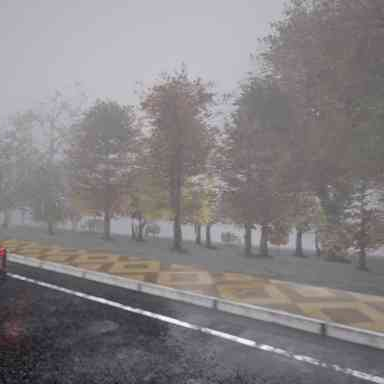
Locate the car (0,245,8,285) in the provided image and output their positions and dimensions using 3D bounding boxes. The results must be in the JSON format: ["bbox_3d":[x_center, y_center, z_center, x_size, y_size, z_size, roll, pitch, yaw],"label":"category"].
[{"bbox_3d":[-6.335,1.494,8.014,4.792,1.488,2.163,0,0,35],"label":"car"}]
